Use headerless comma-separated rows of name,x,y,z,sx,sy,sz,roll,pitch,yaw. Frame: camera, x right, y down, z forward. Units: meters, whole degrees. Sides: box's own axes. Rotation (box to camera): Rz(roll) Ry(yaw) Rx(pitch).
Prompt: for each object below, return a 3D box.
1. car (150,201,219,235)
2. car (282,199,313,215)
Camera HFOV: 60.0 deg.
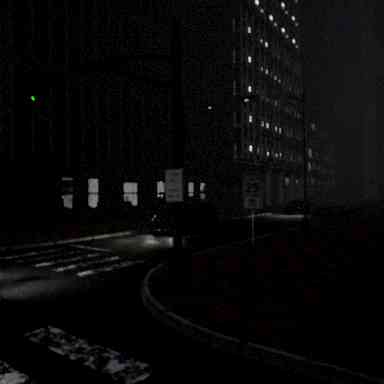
car,-0.371,1.422,19.437,2.097,1.767,4.553,-1,0,37
car,11.090,1.484,34.794,1.882,1.535,5.008,-1,0,37
